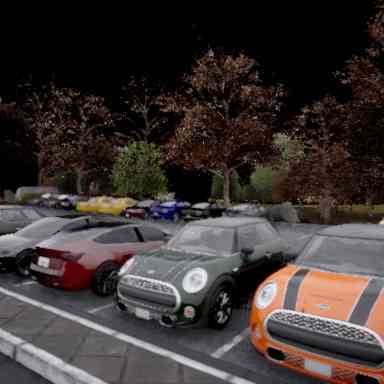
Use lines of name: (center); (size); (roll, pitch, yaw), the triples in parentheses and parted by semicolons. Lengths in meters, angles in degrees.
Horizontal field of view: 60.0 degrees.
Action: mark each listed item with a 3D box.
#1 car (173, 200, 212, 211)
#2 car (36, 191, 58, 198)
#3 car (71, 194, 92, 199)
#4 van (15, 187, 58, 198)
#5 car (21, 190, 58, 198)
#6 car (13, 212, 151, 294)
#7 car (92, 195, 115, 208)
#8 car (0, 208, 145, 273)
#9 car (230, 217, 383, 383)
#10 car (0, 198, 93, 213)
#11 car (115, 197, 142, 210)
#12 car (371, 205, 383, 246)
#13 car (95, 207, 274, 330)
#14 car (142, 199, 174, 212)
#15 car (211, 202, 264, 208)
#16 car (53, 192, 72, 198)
car: (1.261, 1.392, 22.838); (2.097, 1.535, 5.008); (1, 1, 36)
car: (-12.272, 0.925, 32.676); (2.002, 1.452, 4.674); (3, 2, 36)
car: (-7.550, 1.096, 29.473); (1.946, 1.575, 5.366); (2, 1, 36)
van: (-16.751, 0.434, 35.770); (1.878, 1.987, 4.442); (3, 2, 36)
car: (-14.523, 0.809, 34.311); (2.002, 1.452, 4.674); (3, 2, 36)
car: (-1.748, 1.518, 8.901); (2.163, 1.488, 4.792); (1, 1, 36)
car: (-5.290, 1.186, 27.831); (1.946, 1.575, 5.366); (2, 1, 36)
car: (-4.038, 1.477, 10.491); (2.163, 1.488, 4.792); (1, 1, 36)
car: (2.759, 1.419, 5.630); (2.185, 1.767, 4.553); (0, 0, 36)
car: (-6.292, 1.273, 12.126); (2.185, 1.767, 4.553); (1, 1, 36)
car: (-3.269, 1.295, 26.098); (2.163, 1.488, 4.792); (2, 1, 36)
car: (10.178, 1.537, 16.139); (1.946, 1.575, 5.366); (1, 0, 36)
car: (0.510, 1.396, 7.263); (2.185, 1.767, 4.553); (1, 0, 36)
car: (-0.996, 1.332, 24.477); (2.097, 1.535, 5.008); (2, 1, 36)
car: (3.621, 1.445, 21.123); (2.231, 1.521, 4.892); (1, 1, 36)
car: (-9.901, 1.029, 30.987); (2.163, 1.488, 4.792); (3, 2, 36)
